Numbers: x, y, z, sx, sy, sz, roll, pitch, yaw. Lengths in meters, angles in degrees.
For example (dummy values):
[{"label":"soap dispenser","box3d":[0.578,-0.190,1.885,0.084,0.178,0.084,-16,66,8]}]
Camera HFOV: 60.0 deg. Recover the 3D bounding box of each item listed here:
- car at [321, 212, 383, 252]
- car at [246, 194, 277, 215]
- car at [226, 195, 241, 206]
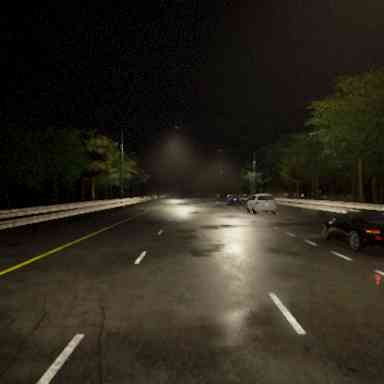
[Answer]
[{"label":"car","box3d":[6.995,1.530,13.780,1.812,1.442,4.674,0,0,0]},{"label":"car","box3d":[6.991,1.230,33.758,2.150,2.045,5.566,0,0,0]},{"label":"car","box3d":[6.985,1.331,55.884,2.097,1.767,4.553,0,0,0]}]
